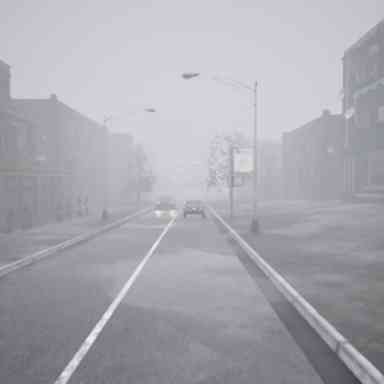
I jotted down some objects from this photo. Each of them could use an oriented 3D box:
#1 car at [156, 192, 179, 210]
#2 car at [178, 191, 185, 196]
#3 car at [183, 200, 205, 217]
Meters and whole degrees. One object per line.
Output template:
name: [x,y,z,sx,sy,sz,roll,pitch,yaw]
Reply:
car: [-2.956,1.124,38.526,2.097,1.767,4.553,0,0,0]
car: [-2.636,0.502,79.201,1.837,1.490,4.892,0,2,0]
car: [0.180,1.382,29.260,2.033,1.411,5.357,0,0,0]
